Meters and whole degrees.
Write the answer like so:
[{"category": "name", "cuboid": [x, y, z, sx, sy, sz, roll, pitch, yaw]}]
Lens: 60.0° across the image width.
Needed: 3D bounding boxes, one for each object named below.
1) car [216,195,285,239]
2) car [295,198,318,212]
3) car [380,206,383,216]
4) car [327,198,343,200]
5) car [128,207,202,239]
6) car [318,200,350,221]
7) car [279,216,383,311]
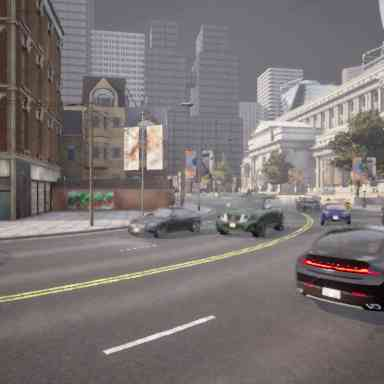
[{"category": "car", "cuboid": [3.340, 1.211, 17.981, 2.150, 2.045, 5.566, 0, 0, 31]}, {"category": "car", "cuboid": [13.498, 1.469, 39.049, 2.128, 1.511, 4.902, 0, 0, 4]}, {"category": "car", "cuboid": [11.834, 1.540, 18.737, 2.033, 1.411, 5.357, 0, 0, 25]}, {"category": "car", "cuboid": [17.029, 1.456, 39.809, 1.882, 1.535, 5.008, 0, 0, 3]}, {"category": "car", "cuboid": [-1.249, 1.511, 17.504, 1.812, 1.442, 4.674, 0, 0, 36]}, {"category": "car", "cuboid": [10.157, 1.514, 23.684, 1.812, 1.442, 4.674, 0, -1, 21]}, {"category": "car", "cuboid": [4.066, 1.501, 7.512, 1.837, 1.490, 4.892, 0, 0, 43]}]
